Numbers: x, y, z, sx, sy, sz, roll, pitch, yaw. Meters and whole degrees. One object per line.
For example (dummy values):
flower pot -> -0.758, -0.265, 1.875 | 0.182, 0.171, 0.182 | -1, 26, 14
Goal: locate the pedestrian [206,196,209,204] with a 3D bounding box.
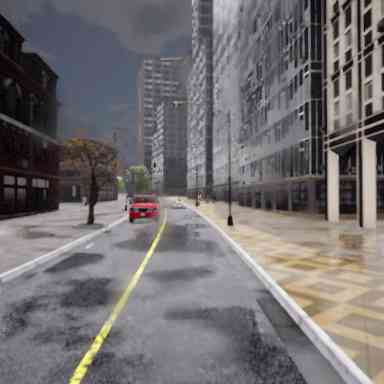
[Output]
pedestrian -> 2.233, 1.097, 46.920 | 0.500, 1.100, 0.500 | 1, -1, -5

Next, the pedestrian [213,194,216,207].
pedestrian -> 3.172, 1.162, 47.610 | 0.375, 1.860, 0.375 | 1, -1, -5

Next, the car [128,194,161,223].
car -> -3.610, 1.224, 26.134 | 2.150, 2.045, 5.566 | 0, 0, -3

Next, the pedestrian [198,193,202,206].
pedestrian -> 1.124, 1.047, 48.021 | 0.375, 1.860, 0.375 | 1, -1, -5
